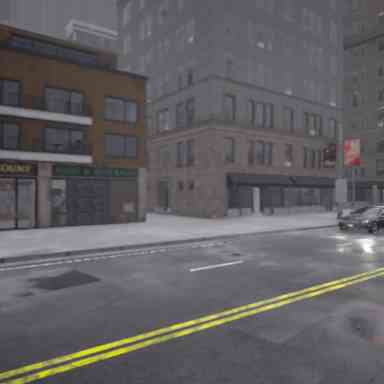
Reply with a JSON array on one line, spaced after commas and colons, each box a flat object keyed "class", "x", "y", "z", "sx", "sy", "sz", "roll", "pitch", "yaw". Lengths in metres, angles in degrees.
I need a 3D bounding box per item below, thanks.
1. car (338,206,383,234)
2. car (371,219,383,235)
[{"class": "car", "x": 10.306, "y": 1.516, "z": 19.000, "sx": 4.674, "sy": 1.442, "sz": 1.812, "roll": 0, "pitch": 0, "yaw": -35}, {"class": "car", "x": 6.743, "y": 1.472, "z": 8.293, "sx": 5.008, "sy": 1.535, "sz": 1.882, "roll": 1, "pitch": 0, "yaw": -36}]
